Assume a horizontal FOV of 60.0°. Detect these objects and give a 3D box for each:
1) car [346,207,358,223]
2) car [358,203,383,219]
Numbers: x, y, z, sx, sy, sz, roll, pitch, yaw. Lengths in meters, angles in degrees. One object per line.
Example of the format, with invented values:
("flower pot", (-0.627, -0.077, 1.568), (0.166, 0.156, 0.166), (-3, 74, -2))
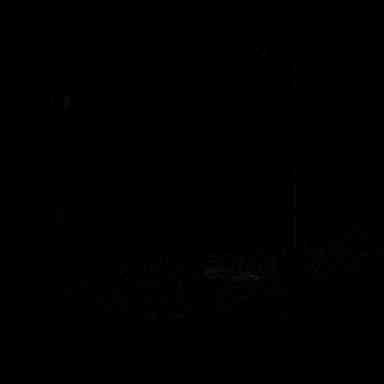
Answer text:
("car", (9.380, 1.539, 24.398), (1.947, 1.339, 4.313), (0, 0, -35))
("car", (15.918, 1.580, 29.054), (1.947, 1.339, 4.313), (0, 0, -35))
